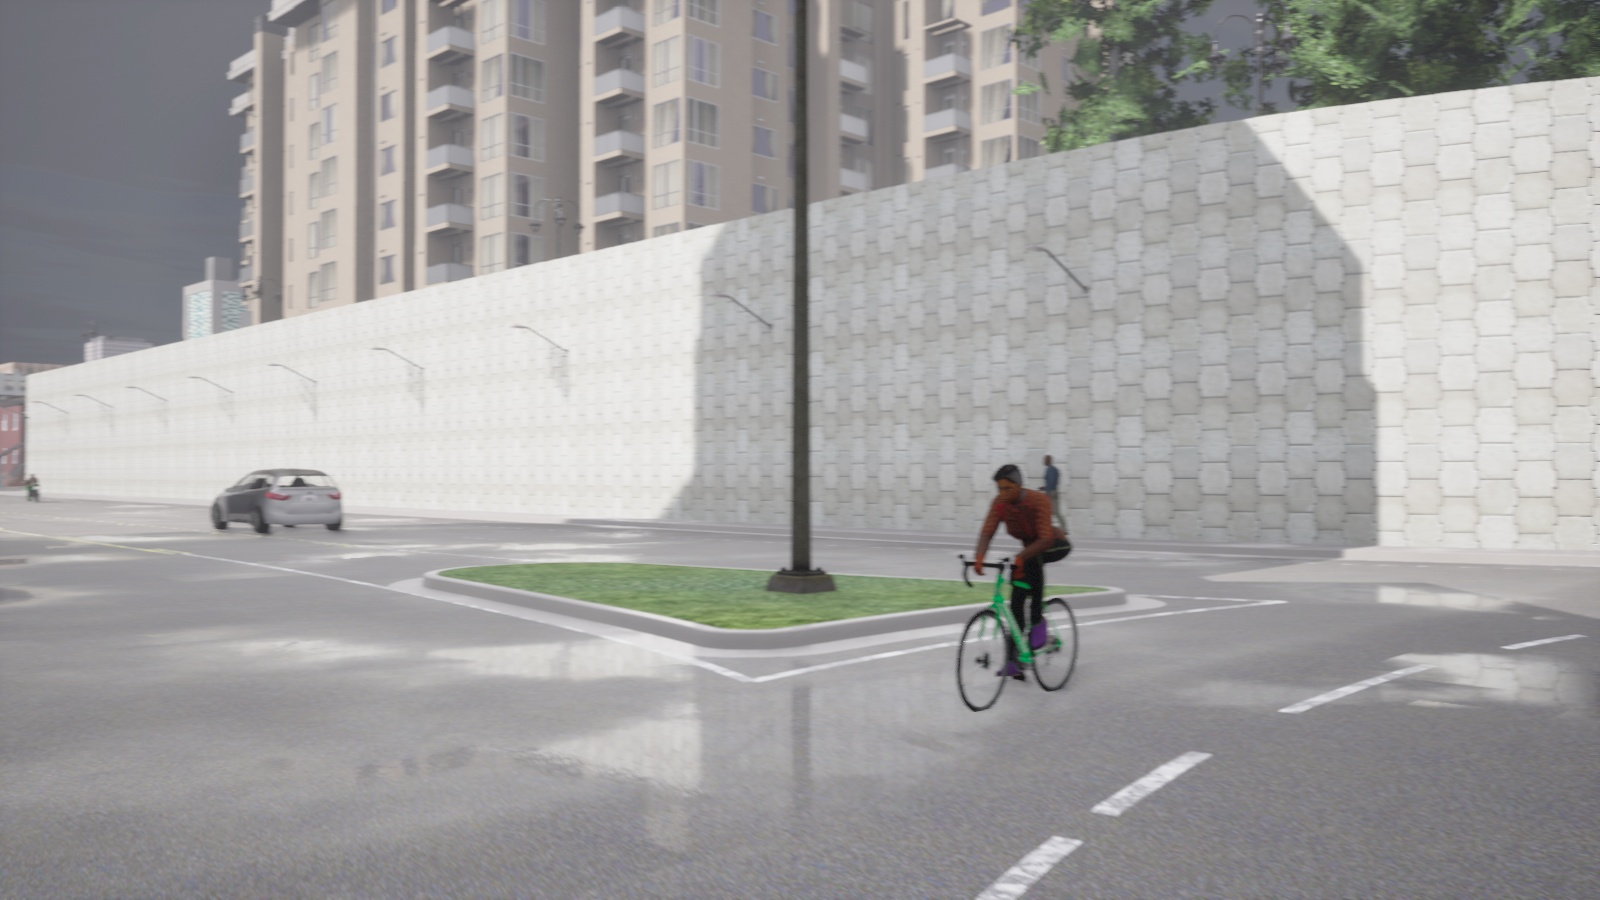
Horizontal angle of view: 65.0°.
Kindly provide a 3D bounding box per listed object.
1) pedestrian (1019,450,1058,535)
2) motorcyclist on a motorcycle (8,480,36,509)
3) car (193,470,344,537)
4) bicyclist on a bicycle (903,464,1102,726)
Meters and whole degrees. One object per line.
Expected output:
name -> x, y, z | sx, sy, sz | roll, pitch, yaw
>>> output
pedestrian -> 5.212, 0.922, 27.473 | 0.726, 1.835, 0.370 | -1, -1, 44
motorcyclist on a motorcycle -> -40.883, 2.333, 65.965 | 0.797, 1.523, 2.044 | 1, -1, -44
car -> -14.454, 1.396, 34.031 | 2.242, 1.667, 4.611 | 1, -1, -44
bicyclist on a bicycle -> 1.431, 0.913, 8.654 | 0.582, 1.620, 1.656 | -1, -1, 39
